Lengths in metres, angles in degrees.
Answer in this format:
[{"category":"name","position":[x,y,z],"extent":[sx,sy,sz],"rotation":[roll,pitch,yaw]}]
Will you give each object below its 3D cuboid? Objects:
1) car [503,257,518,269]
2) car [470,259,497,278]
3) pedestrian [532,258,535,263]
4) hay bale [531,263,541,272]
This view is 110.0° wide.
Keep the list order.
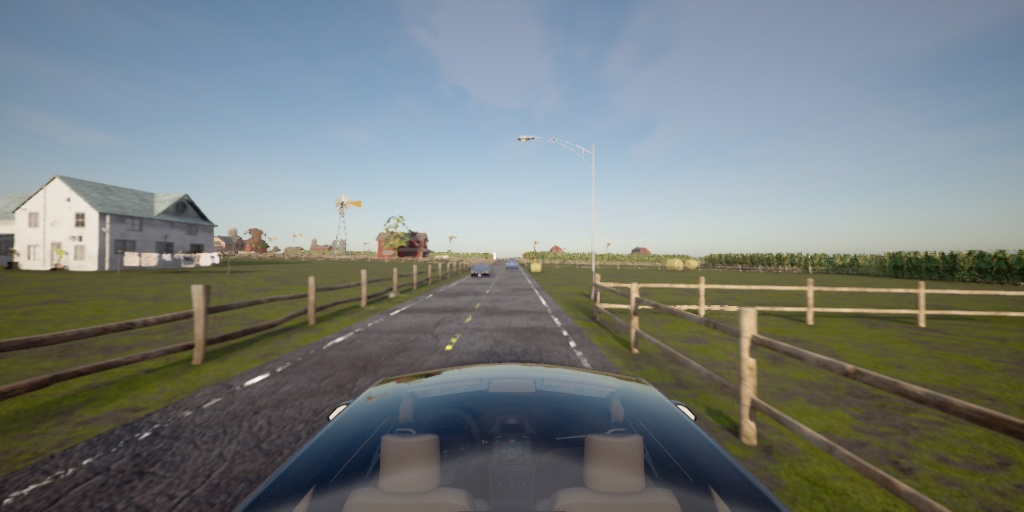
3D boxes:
[{"category":"car","position":[0.014,1.339,56.181],"extent":[2.033,1.411,5.357],"rotation":[0,0,0]},{"category":"car","position":[-2.850,1.317,34.248],"extent":[2.033,1.411,5.357],"rotation":[0,0,0]},{"category":"pedestrian","position":[2.824,1.099,47.615],"extent":[0.375,1.860,0.375],"rotation":[1,-1,-2]},{"category":"hay bale","position":[3.124,1.437,46.501],"extent":[1.220,1.180,1.240],"rotation":[0,0,0]}]
